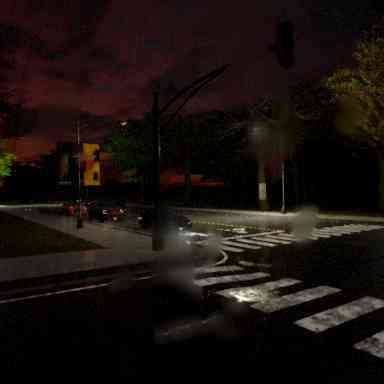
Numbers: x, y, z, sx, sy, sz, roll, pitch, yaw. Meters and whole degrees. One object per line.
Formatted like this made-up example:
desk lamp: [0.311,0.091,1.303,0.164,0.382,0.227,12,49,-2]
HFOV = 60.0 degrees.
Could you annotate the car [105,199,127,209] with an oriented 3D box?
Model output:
car: [-12.472,1.885,54.147,1.837,1.490,4.892,-1,0,-35]

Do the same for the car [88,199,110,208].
car: [-16.995,2.005,60.567,2.033,1.411,5.357,-1,0,-35]

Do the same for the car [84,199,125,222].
car: [-7.914,1.720,30.444,2.097,1.767,4.553,-1,0,-35]

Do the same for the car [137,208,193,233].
car: [-1.975,1.815,22.068,2.033,1.411,5.357,-1,0,-29]

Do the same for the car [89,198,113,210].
car: [-13.792,1.776,50.392,2.097,1.767,4.553,-1,0,-35]

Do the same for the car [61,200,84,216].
car: [-13.818,1.819,38.885,2.097,1.767,4.553,-1,0,-35]

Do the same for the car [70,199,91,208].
car: [-19.656,2.072,58.701,2.033,1.411,5.357,-1,0,-35]
